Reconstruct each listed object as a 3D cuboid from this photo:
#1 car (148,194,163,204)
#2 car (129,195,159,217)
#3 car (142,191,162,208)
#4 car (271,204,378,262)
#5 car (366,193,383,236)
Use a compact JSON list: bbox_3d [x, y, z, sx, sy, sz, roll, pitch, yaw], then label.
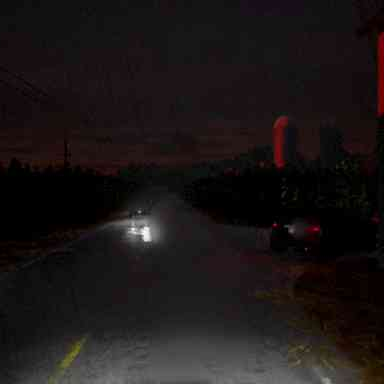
[{"bbox_3d":[-5.763,1.079,52.663,2.128,1.511,4.902,0,0,-4],"label":"car"},{"bbox_3d":[-4.216,1.270,28.238,2.128,1.511,4.902,0,0,-3],"label":"car"},{"bbox_3d":[-4.885,0.916,38.911,2.150,2.045,5.566,0,0,-4],"label":"car"},{"bbox_3d":[4.954,1.257,11.930,4.553,1.767,2.097,0,1,-36],"label":"car"},{"bbox_3d":[12.064,1.085,16.636,5.566,2.045,2.150,0,0,-2],"label":"car"}]
